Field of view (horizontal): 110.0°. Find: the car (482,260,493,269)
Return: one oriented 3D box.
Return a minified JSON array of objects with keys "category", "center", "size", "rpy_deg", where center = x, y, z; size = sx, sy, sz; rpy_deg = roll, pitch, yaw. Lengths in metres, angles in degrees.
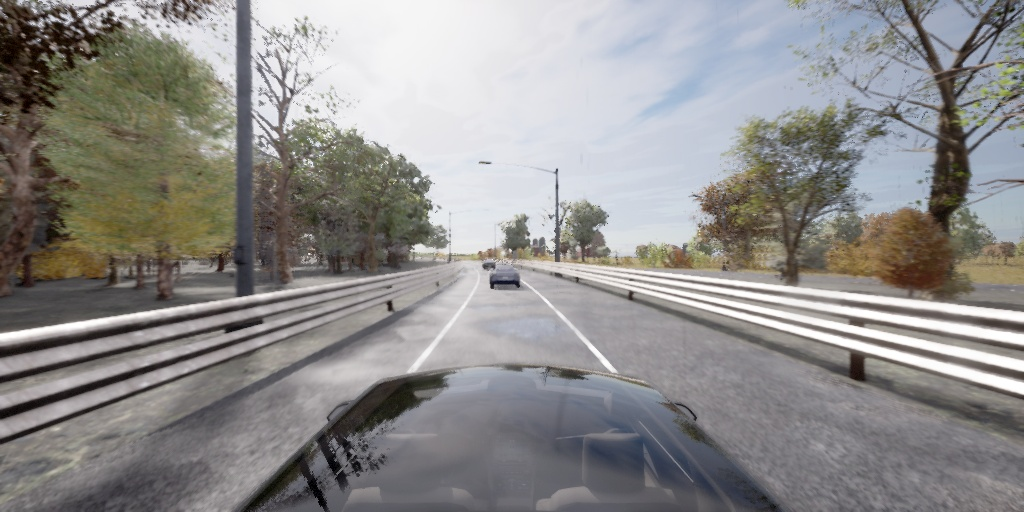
[{"category":"car","center":[-3.583,1.267,54.361],"size":[1.812,1.442,4.674],"rpy_deg":[0,0,-8]}]

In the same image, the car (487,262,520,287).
[{"category":"car","center":[-0.553,1.321,24.500],"size":[1.994,1.385,4.181],"rpy_deg":[0,0,-4]}]
